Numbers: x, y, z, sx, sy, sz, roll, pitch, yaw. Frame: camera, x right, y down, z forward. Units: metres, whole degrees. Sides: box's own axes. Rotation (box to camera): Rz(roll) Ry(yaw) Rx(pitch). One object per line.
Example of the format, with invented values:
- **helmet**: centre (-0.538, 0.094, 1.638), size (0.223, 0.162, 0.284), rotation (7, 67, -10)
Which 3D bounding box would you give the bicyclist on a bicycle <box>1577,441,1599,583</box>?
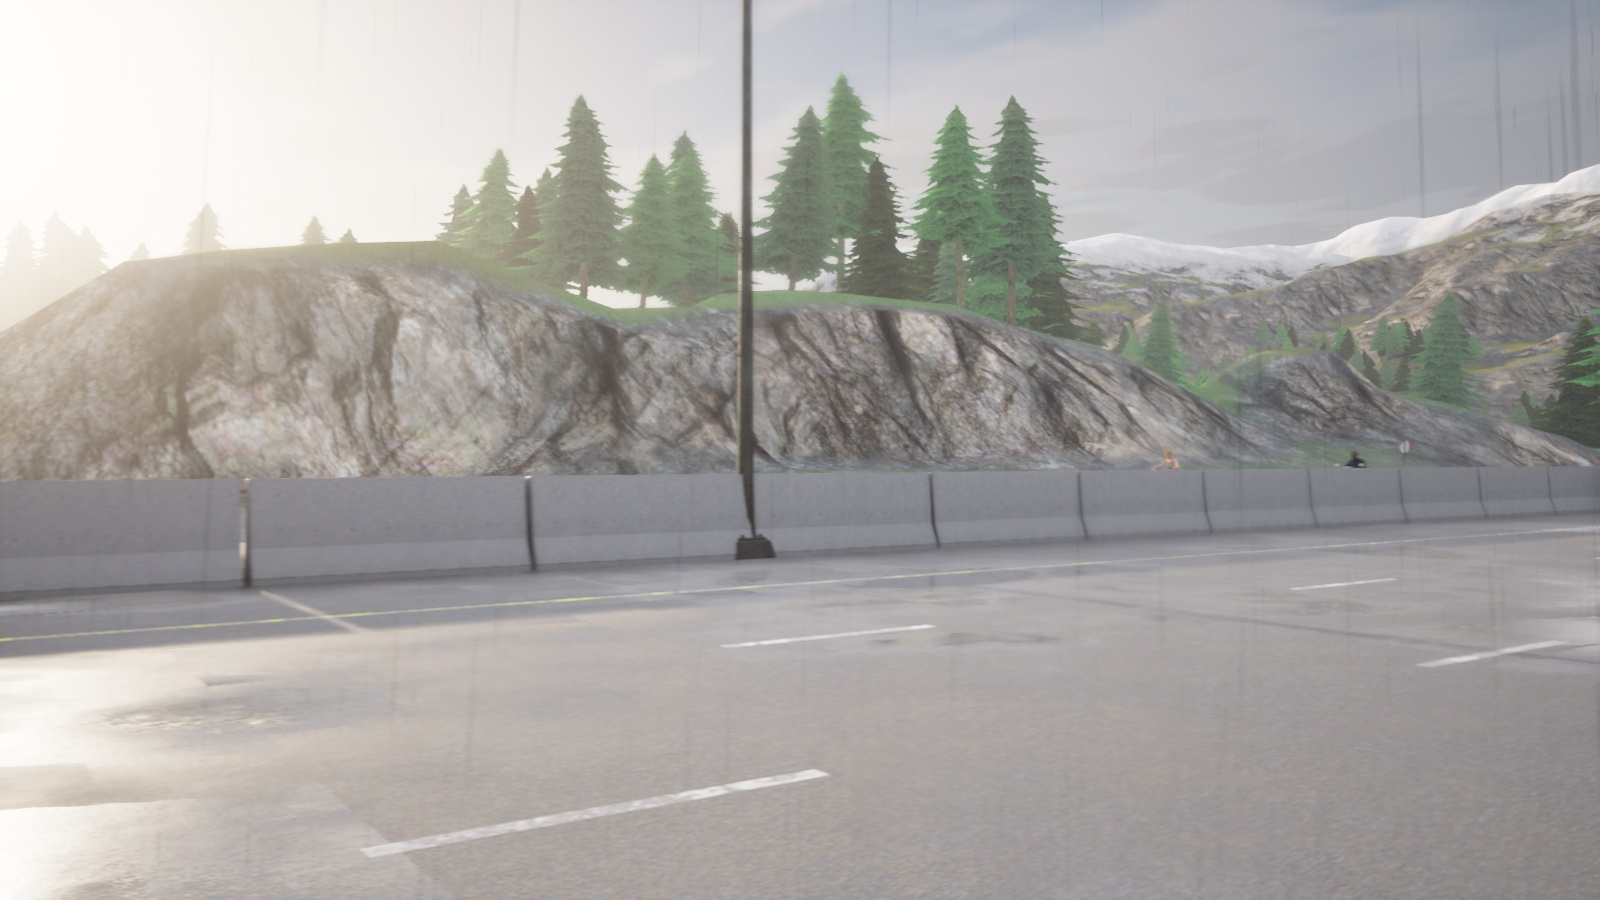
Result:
- **bicyclist on a bicycle**: centre (9.852, 0.713, 14.781), size (1.656, 1.620, 0.582), rotation (0, 0, -35)
